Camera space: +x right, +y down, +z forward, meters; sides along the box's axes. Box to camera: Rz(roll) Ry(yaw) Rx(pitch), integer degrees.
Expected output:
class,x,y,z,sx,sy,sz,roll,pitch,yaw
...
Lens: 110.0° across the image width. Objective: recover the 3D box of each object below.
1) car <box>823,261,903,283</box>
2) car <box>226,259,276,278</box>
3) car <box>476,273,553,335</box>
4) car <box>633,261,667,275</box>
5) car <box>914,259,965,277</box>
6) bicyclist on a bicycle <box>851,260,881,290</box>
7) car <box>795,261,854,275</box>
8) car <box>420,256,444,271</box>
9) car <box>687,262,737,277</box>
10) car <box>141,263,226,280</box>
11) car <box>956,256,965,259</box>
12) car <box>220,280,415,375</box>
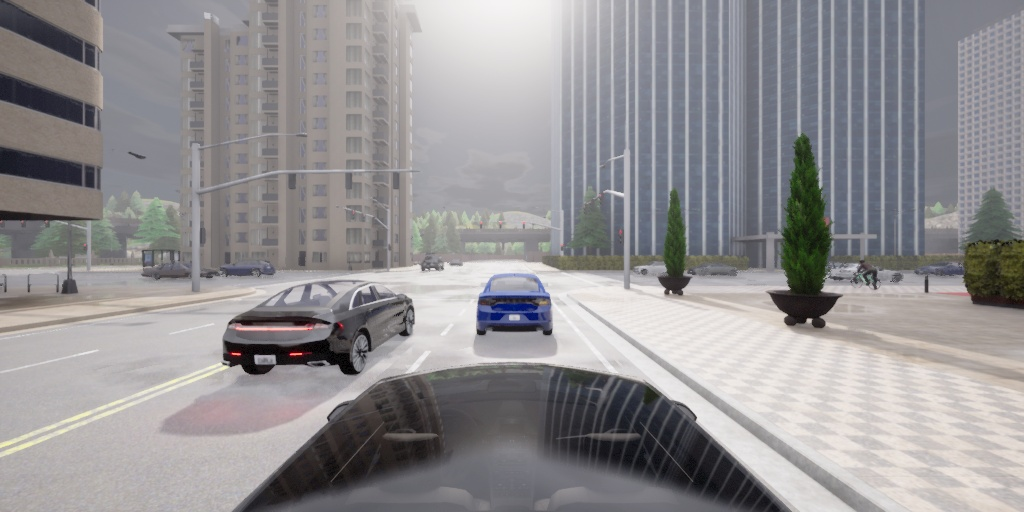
class,x,y,z,sx,sy,sz,roll,pitch,yaw
car,26.835,1.273,27.304,4.674,1.442,1.812,0,0,-1
car,-25.000,1.099,33.760,4.553,1.767,2.097,0,0,1
car,0.071,1.227,10.493,1.882,1.535,5.008,0,0,0
car,15.189,1.272,37.863,4.674,1.442,1.812,0,0,-1
car,41.812,1.272,34.605,4.674,1.442,1.812,0,0,0
bicyclist on a bicycle,19.632,1.049,19.926,0.582,1.620,1.656,0,0,-1
car,33.078,1.272,38.036,4.674,1.442,1.812,0,0,-1
car,-10.615,0.966,48.113,2.150,2.045,5.566,0,0,0
car,19.180,1.310,34.405,4.181,1.385,1.994,0,0,-1
car,-27.822,1.294,30.204,5.357,1.411,2.033,0,0,-1
car,48.670,0.716,38.118,4.553,1.767,2.097,0,0,-1
car,-3.446,1.241,7.455,2.128,1.511,4.902,0,0,0
